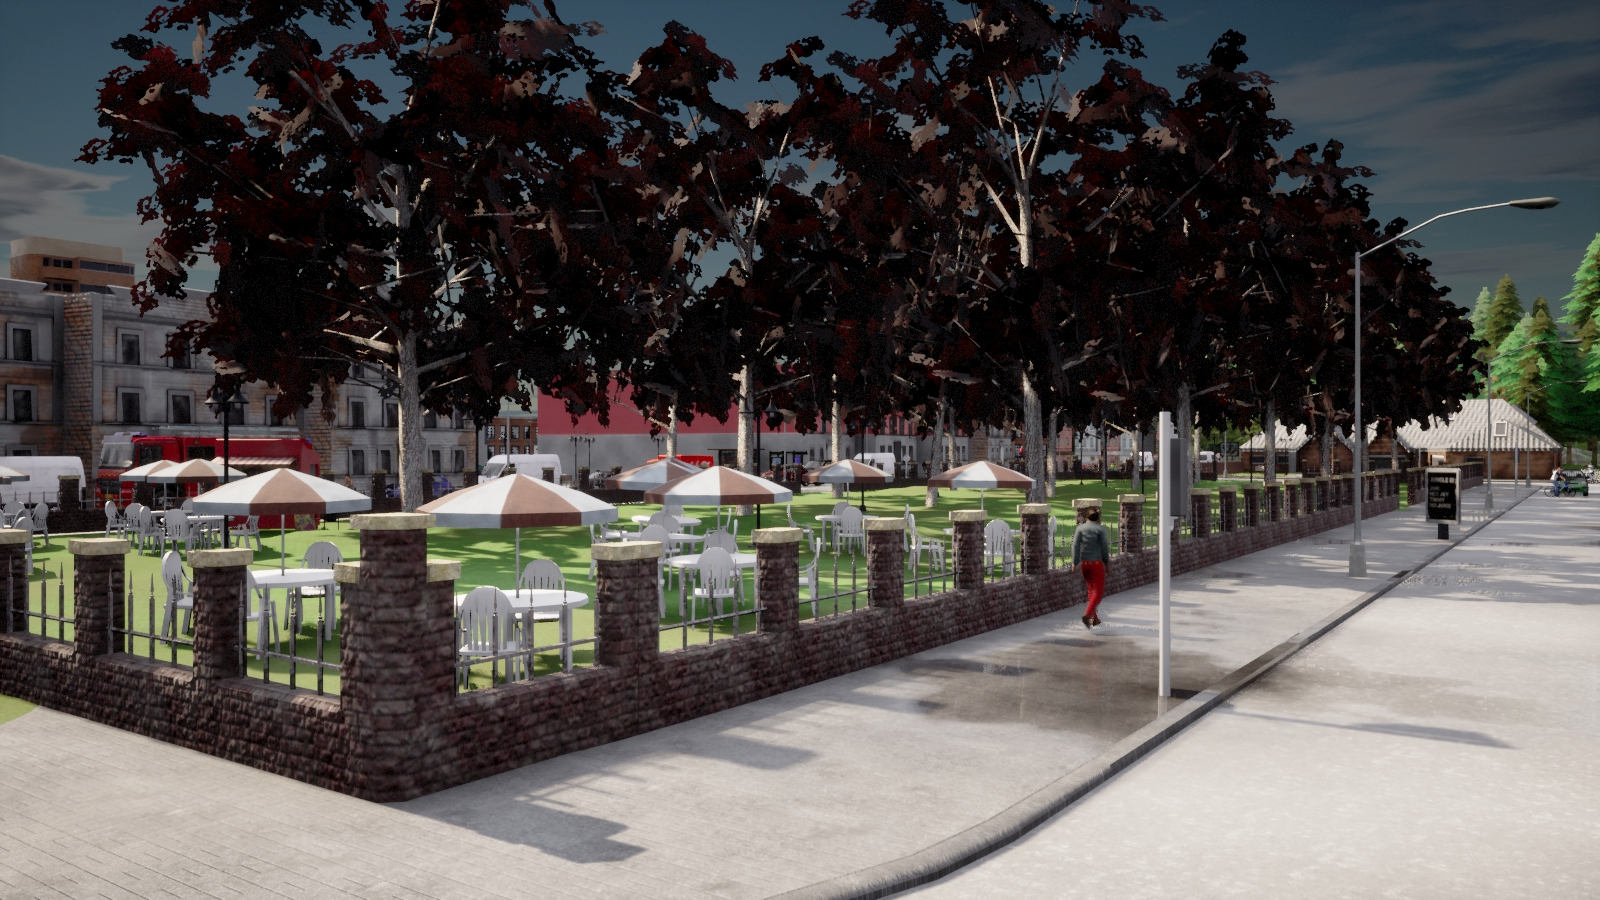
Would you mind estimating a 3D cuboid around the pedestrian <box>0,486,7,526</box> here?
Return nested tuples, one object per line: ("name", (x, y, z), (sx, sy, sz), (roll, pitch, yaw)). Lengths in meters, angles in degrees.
("pedestrian", (-25.808, 1.805, 36.818), (0.375, 1.300, 0.375), (0, 0, 45))

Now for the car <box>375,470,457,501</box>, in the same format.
("car", (-20.045, 1.818, 59.739), (1.845, 1.501, 3.633), (0, 0, 35))

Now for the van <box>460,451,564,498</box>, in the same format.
("van", (-16.329, 1.314, 65.083), (1.988, 2.561, 5.915), (0, 0, 35))

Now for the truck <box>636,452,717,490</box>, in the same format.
("truck", (-8.233, 1.348, 76.671), (2.627, 2.467, 5.204), (0, 0, 35))

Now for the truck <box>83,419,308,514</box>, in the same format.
("truck", (-26.598, 0.670, 50.778), (2.891, 3.827, 8.468), (0, 0, 35))

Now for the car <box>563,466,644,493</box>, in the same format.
("car", (-12.166, 1.814, 71.050), (2.097, 1.535, 5.006), (0, 0, 35))

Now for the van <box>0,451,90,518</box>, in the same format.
("van", (-31.021, 1.314, 44.007), (1.988, 2.561, 5.915), (0, 0, 35))

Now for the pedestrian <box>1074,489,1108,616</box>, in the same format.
("pedestrian", (4.366, 1.517, 17.148), (0.375, 1.860, 0.375), (0, 0, 37))

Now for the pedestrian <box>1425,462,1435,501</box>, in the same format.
("pedestrian", (30.754, 1.525, 55.767), (0.375, 1.860, 0.375), (0, 0, 35))
